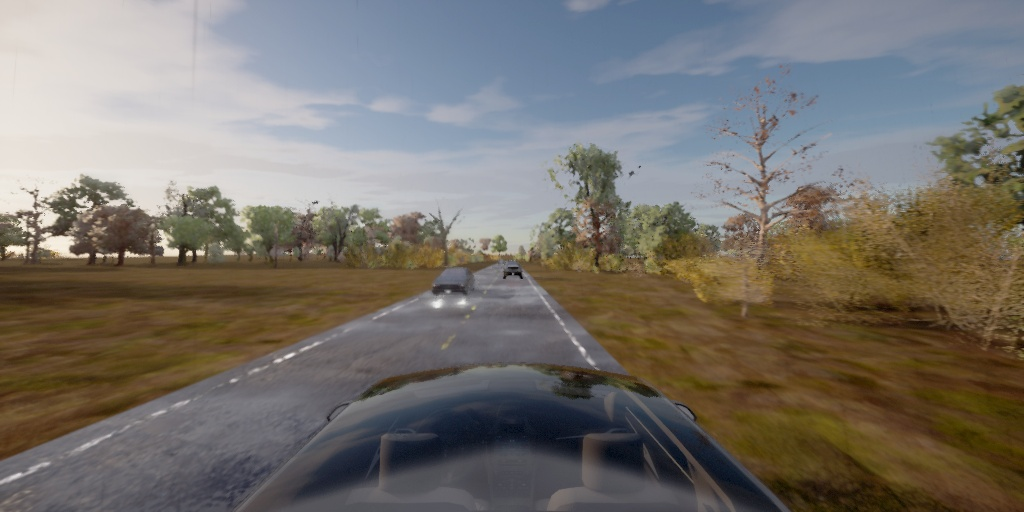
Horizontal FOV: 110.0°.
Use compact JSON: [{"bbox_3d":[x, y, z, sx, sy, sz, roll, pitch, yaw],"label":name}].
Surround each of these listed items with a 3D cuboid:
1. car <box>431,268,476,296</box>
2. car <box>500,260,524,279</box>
[{"bbox_3d":[-3.099,1.370,20.082,2.033,1.411,5.357,0,0,0],"label":"car"},{"bbox_3d":[0.094,1.385,35.154,1.837,1.490,4.892,0,0,0],"label":"car"}]
